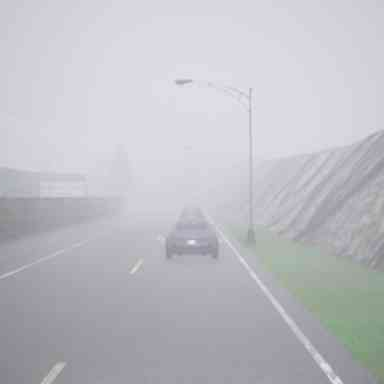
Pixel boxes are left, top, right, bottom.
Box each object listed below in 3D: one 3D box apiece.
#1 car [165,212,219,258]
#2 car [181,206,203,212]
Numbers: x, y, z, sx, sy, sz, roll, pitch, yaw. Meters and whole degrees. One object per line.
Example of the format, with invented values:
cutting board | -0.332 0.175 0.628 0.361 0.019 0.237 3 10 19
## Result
car | 0.013 1.718 13.482 1.994 1.385 4.181 0 -1 0
car | 0.010 1.886 28.395 1.994 1.385 4.181 0 -1 0
